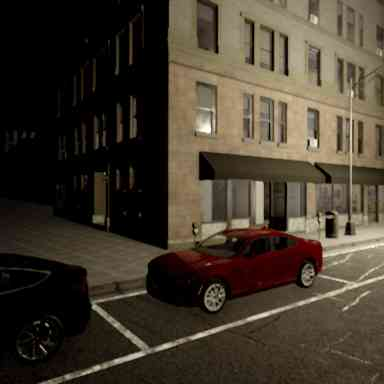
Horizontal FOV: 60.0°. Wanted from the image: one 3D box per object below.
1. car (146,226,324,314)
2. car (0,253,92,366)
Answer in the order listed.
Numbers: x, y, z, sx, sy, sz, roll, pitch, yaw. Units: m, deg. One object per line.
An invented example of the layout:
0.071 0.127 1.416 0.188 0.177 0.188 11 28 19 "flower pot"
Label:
1.127 1.518 7.551 4.507 1.381 1.887 0 1 -35 "car"
-3.496 1.568 4.264 4.313 1.339 1.947 0 1 -35 "car"
